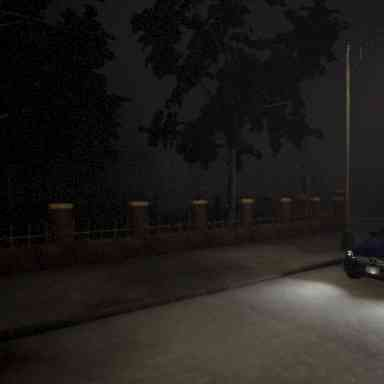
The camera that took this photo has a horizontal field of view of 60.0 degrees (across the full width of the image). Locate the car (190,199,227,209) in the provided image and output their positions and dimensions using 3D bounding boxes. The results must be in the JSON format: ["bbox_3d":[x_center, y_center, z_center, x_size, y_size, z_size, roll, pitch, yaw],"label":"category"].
[{"bbox_3d":[1.882,1.488,37.008,1.895,1.301,4.718,0,0,-35],"label":"car"}]

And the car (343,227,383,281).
[{"bbox_3d":[5.921,1.479,8.727,4.674,1.442,1.812,0,0,-35],"label":"car"}]
